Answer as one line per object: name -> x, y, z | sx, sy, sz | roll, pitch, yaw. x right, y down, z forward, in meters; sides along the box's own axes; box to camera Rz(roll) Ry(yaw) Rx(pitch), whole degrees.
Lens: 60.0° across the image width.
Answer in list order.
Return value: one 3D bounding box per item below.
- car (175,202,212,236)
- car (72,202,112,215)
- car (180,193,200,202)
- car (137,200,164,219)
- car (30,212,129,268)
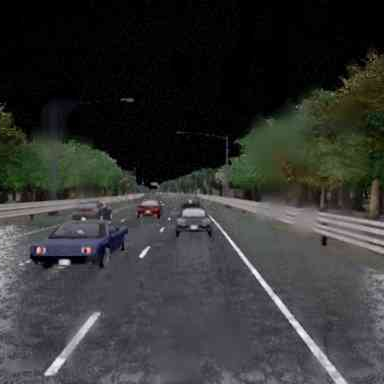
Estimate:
car -> 0.078, 1.492, 17.979 | 1.812, 1.442, 4.674 | 0, 0, 0
car -> -6.969, 1.462, 23.657 | 1.837, 1.490, 4.892 | 0, 0, -1
car -> -0.238, 1.153, 38.872 | 2.150, 2.045, 5.566 | 0, 0, -1
car -> -3.538, 1.425, 28.948 | 1.882, 1.535, 5.008 | 0, 0, -1
car -> -3.400, 1.580, 11.098 | 1.895, 1.301, 4.718 | 0, 0, 0
